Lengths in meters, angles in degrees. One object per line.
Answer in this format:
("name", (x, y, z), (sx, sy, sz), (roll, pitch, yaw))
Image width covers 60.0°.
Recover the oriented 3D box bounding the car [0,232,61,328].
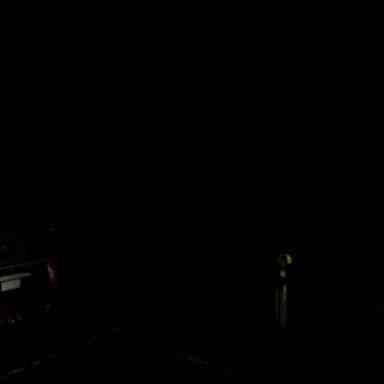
("car", (-4.308, 1.428, 6.160), (4.097, 1.590, 1.967), (0, 0, 36))
